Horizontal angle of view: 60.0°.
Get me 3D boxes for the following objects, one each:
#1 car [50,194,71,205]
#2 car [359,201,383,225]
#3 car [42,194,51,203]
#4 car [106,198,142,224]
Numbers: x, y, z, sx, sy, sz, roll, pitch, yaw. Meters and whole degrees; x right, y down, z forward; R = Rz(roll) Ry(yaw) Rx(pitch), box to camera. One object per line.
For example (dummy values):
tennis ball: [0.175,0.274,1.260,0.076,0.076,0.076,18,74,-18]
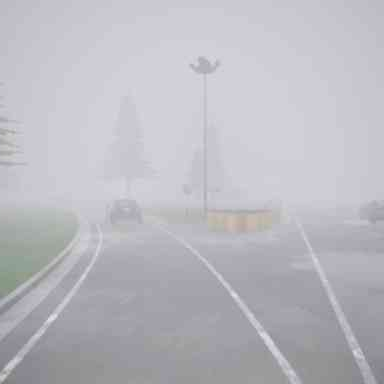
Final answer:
car: [-21.913,1.378,56.229,2.033,1.411,5.357,0,0,-34]
car: [12.757,1.336,22.616,2.128,1.511,4.902,0,0,15]
car: [-27.740,1.096,64.757,2.097,1.767,4.553,0,0,-34]
car: [-5.015,1.262,24.056,2.097,1.767,4.553,0,0,-19]
